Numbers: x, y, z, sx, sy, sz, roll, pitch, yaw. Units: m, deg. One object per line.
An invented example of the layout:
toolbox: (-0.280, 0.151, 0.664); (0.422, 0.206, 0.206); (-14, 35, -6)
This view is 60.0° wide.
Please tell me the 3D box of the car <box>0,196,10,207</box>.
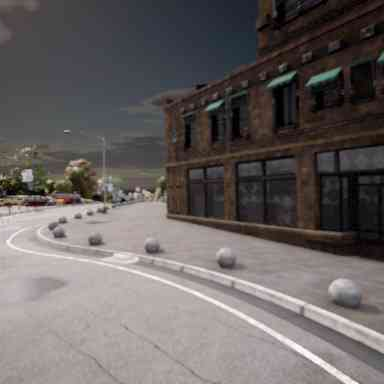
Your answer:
car: (-34.885, 1.545, 56.542); (5.566, 2.045, 2.435); (-1, -1, -2)

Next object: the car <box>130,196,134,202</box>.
car: (-13.418, 1.576, 70.408); (2.033, 1.411, 5.357); (-1, -2, -1)

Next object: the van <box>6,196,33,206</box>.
van: (-35.081, 1.776, 67.712); (4.442, 1.987, 1.878); (-1, -1, -1)

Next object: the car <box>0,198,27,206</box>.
car: (-35.307, 1.943, 64.907); (5.366, 1.575, 1.946); (-1, -1, -1)

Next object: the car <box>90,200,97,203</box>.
car: (-22.731, 1.728, 67.380); (5.366, 1.575, 1.946); (-1, -1, -1)

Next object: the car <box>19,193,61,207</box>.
car: (-22.451, 1.341, 49.285); (4.553, 1.767, 2.185); (-1, -1, -2)

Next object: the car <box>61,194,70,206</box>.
car: (-22.514, 1.495, 52.319); (5.008, 1.535, 2.097); (-1, -1, -2)

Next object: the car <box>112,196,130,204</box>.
car: (-13.206, 1.415, 59.982); (2.128, 1.511, 4.902); (-1, -1, -1)

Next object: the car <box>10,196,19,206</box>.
car: (-35.240, 1.890, 62.247); (5.366, 1.575, 1.946); (-1, -1, -1)

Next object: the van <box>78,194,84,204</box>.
van: (-22.884, 1.392, 61.424); (4.442, 1.987, 1.878); (-1, -1, -1)

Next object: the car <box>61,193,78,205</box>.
car: (-22.631, 1.272, 55.237); (5.566, 2.045, 2.435); (-1, -1, -2)

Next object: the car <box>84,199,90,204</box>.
car: (-22.875, 1.545, 64.460); (4.553, 1.767, 2.185); (-1, -1, -1)
